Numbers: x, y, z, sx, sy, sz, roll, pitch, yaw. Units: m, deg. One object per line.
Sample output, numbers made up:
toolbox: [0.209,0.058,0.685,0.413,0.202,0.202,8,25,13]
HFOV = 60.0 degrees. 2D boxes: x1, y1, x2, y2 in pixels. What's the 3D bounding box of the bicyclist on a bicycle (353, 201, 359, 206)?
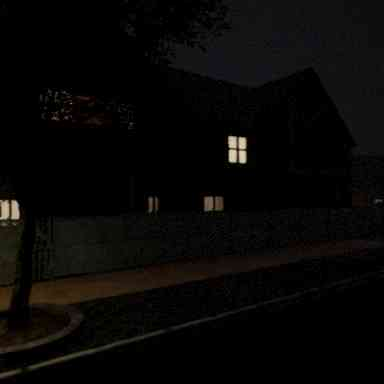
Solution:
bicyclist on a bicycle: [18.462,1.889,37.501,1.656,1.620,0.582,-1,-1,-36]
